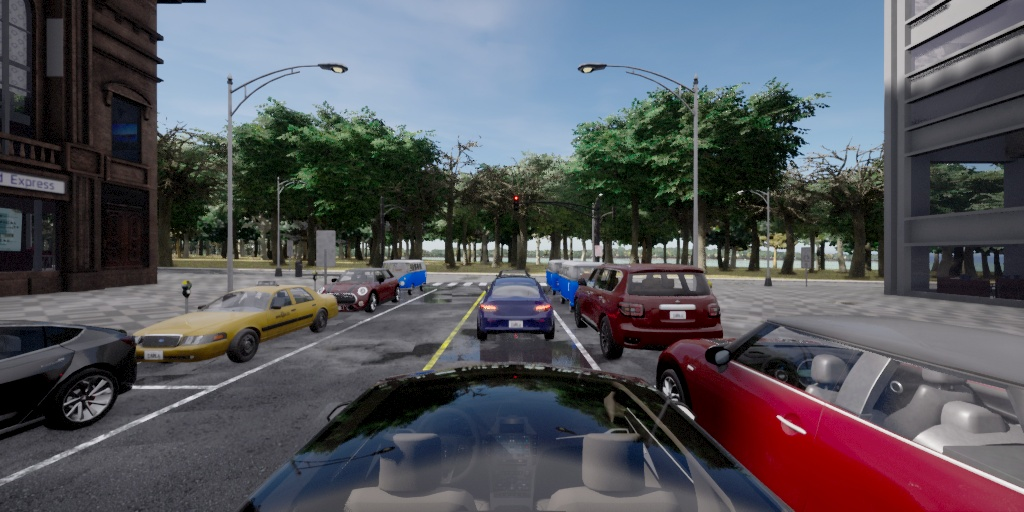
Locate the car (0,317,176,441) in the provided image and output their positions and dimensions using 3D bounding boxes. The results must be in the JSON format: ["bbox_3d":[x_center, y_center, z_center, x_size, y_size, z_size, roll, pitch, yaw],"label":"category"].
[{"bbox_3d":[-5.763,1.316,2.912,1.948,1.339,4.313,0,0,0],"label":"car"}]

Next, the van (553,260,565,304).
[{"bbox_3d":[2.758,1.091,13.790,1.690,1.789,3.998,0,0,0],"label":"van"}]

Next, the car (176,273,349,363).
[{"bbox_3d":[-5.765,1.275,8.180,1.751,1.417,4.829,0,0,0],"label":"car"}]

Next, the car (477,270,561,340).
[{"bbox_3d":[0.095,1.276,9.890,1.812,1.442,4.674,0,0,0],"label":"car"}]

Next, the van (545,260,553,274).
[{"bbox_3d":[2.756,1.092,19.228,1.690,1.789,3.998,0,0,0],"label":"van"}]

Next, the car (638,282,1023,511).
[{"bbox_3d":[2.762,1.190,2.915,1.967,1.591,4.097,0,0,0],"label":"car"}]

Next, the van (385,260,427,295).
[{"bbox_3d":[-5.769,1.092,19.225,1.690,1.789,3.998,0,0,0],"label":"van"}]

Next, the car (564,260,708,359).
[{"bbox_3d":[2.760,1.065,8.353,2.192,1.841,5.009,0,0,0],"label":"car"}]

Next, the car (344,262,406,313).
[{"bbox_3d":[-5.767,1.190,13.787,1.967,1.591,4.097,0,0,0],"label":"car"}]
